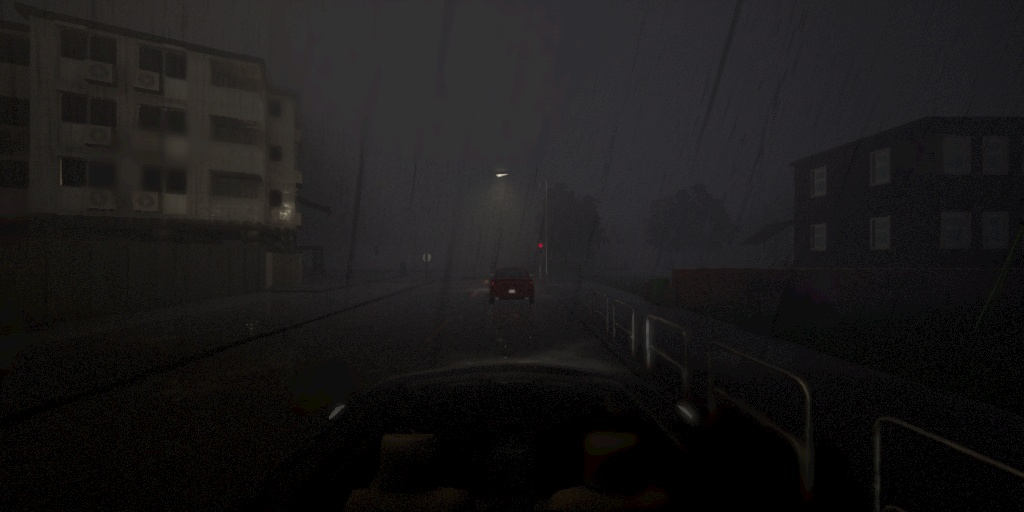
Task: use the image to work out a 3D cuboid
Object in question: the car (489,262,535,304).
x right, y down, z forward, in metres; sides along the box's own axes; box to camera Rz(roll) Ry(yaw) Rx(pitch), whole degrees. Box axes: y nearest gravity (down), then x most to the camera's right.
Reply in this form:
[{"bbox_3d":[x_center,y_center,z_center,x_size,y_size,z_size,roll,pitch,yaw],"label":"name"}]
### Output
[{"bbox_3d":[0.000,1.233,16.500,1.882,1.535,5.008,0,0,0],"label":"car"}]
